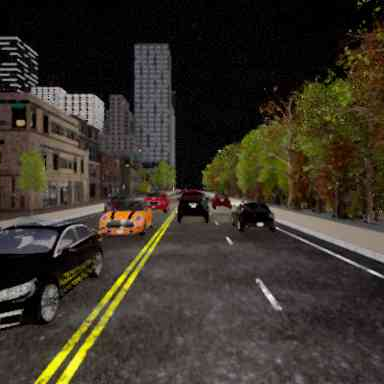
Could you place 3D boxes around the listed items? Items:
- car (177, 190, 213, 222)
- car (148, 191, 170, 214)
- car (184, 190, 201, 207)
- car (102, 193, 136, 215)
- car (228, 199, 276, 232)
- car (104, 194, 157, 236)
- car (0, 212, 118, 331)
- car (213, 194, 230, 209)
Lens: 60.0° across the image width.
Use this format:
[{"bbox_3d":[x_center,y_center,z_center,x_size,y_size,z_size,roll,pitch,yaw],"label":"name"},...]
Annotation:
[{"bbox_3d":[0.089,0.987,24.235,2.150,2.045,5.566,0,1,0],"label":"car"},{"bbox_3d":[-3.291,0.916,31.604,2.150,2.045,5.566,0,0,1],"label":"car"},{"bbox_3d":[0.078,0.797,43.406,2.150,2.045,5.566,0,1,0],"label":"car"},{"bbox_3d":[-6.551,1.053,30.471,2.097,1.767,4.553,0,1,0],"label":"car"},{"bbox_3d":[3.342,1.323,18.672,1.837,1.490,4.892,0,1,0],"label":"car"},{"bbox_3d":[-3.260,1.183,17.307,2.097,1.767,4.553,0,1,0],"label":"car"},{"bbox_3d":[-3.254,1.422,7.023,2.128,1.511,4.902,0,1,0],"label":"car"},{"bbox_3d":[3.332,0.971,38.811,2.097,1.767,4.553,0,0,0],"label":"car"}]
